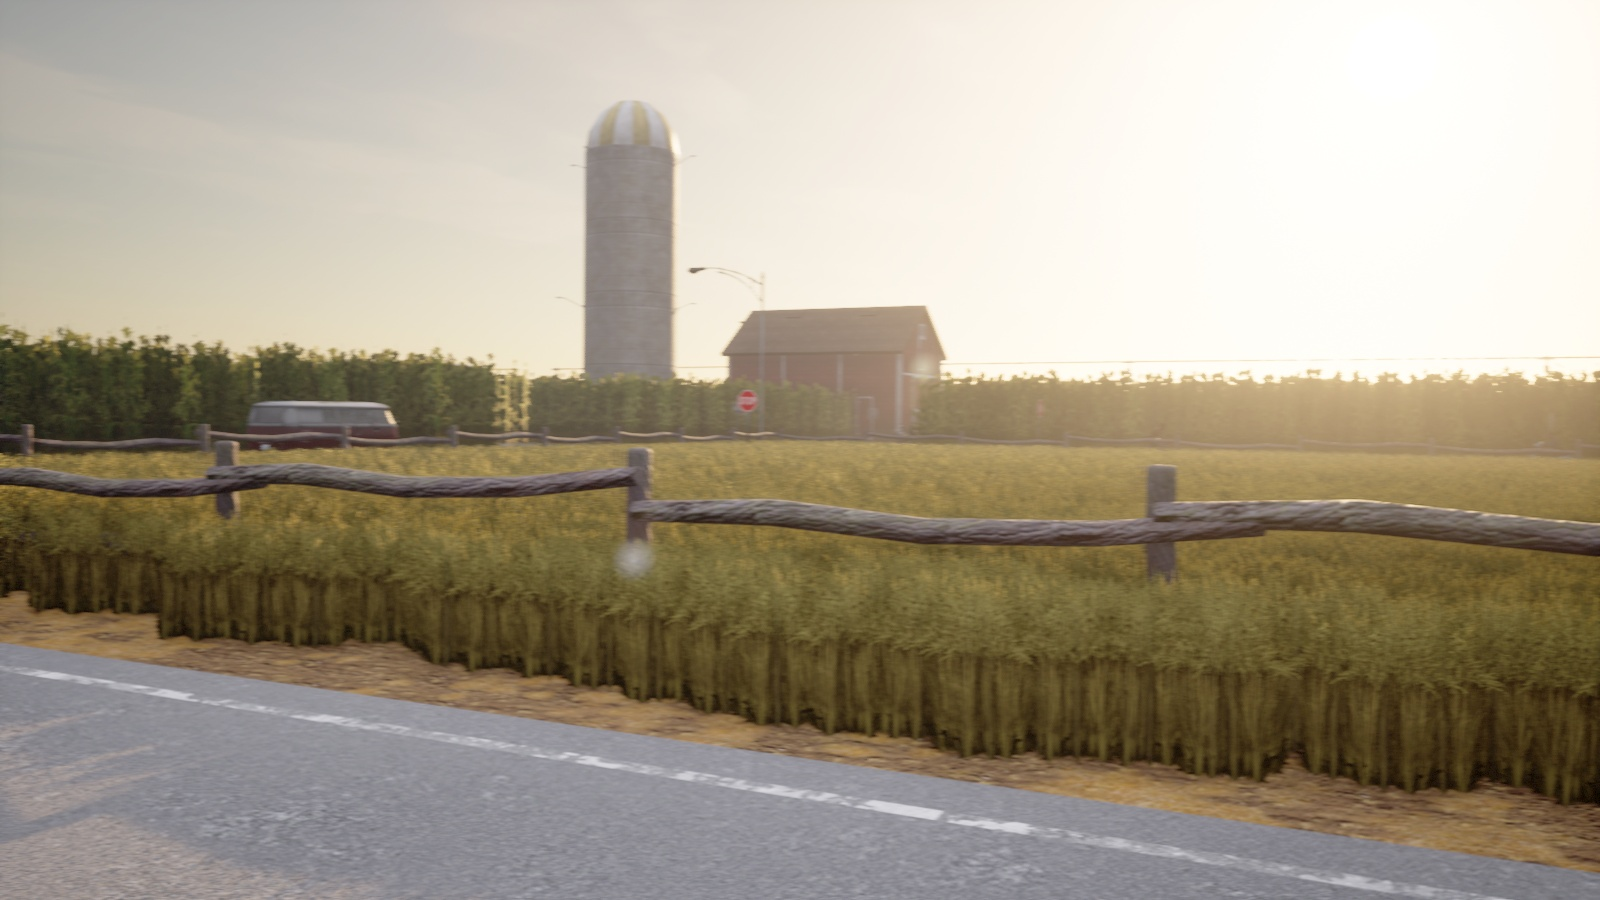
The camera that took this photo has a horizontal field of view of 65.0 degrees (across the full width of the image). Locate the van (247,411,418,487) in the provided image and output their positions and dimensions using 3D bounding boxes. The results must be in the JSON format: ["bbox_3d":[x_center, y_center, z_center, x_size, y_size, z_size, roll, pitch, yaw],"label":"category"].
[{"bbox_3d":[-13.014,-0.087,35.269,1.775,1.987,4.442,0,1,27],"label":"van"}]
